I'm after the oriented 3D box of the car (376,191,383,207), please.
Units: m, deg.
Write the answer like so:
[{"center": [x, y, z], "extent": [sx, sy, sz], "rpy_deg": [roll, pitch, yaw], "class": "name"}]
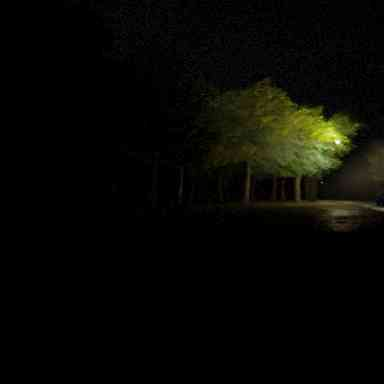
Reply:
[{"center": [24.882, 0.880, 42.006], "extent": [2.150, 2.045, 5.566], "rpy_deg": [2, 0, 18], "class": "car"}]
